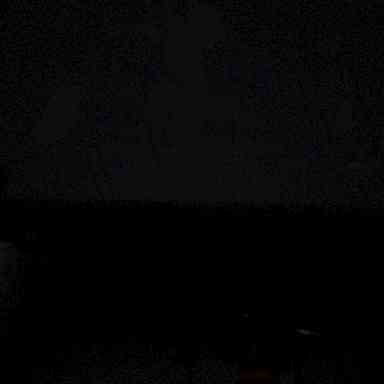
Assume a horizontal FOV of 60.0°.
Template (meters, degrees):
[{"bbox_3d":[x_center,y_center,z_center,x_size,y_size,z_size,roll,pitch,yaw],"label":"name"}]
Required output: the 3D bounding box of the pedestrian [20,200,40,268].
[{"bbox_3d":[-4.296,1.060,8.821,0.375,1.860,0.375,-1,-1,38],"label":"pedestrian"}]
